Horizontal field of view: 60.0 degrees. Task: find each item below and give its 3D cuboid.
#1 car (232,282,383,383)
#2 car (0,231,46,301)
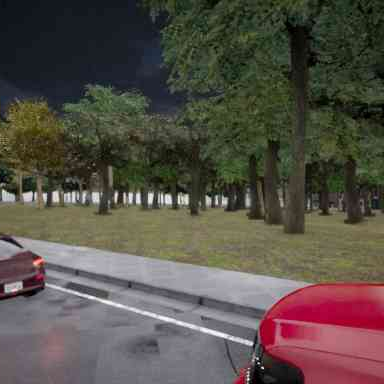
[{"bbox_3d":[2.923,1.222,1.601,5.566,2.045,2.150,0,0,35],"label":"car"},{"bbox_3d":[-5.036,1.523,7.258,4.674,1.442,1.812,0,0,36],"label":"car"}]
